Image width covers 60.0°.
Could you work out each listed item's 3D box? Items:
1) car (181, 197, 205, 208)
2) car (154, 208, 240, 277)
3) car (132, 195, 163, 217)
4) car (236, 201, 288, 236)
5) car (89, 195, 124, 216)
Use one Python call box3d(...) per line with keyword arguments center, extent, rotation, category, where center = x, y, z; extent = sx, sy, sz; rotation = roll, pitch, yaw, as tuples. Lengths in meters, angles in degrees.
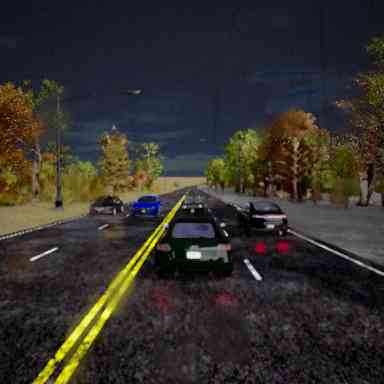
box3d(center=(0.050, 1.072, 27.972), extent=(1.895, 1.301, 4.718), rotation=(-2, 2, 0), category="car")
box3d(center=(0.053, 1.388, 9.679), extent=(1.994, 1.385, 4.181), rotation=(0, 1, 0), category="car")
box3d(center=(-3.358, 1.016, 25.594), extent=(1.882, 1.535, 5.008), rotation=(0, 1, 0), category="car")
box3d(center=(3.319, 1.196, 16.354), extent=(2.128, 1.511, 4.902), rotation=(0, 1, 1), category="car")
box3d(center=(-6.607, 1.034, 26.101), extent=(1.837, 1.490, 4.892), rotation=(0, 1, 0), category="car")
